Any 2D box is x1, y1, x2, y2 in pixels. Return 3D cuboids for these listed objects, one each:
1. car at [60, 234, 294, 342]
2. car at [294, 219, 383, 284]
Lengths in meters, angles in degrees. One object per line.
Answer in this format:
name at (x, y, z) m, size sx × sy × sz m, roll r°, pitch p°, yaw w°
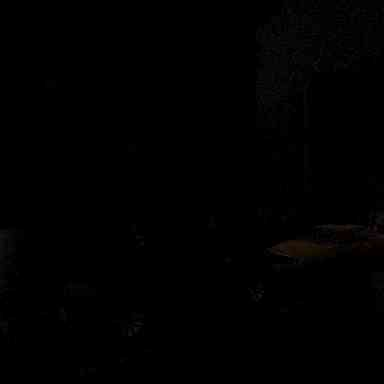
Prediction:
car at (-0.242, 1.566, 6.496) m, size 4.313 × 1.339 × 1.947 m, roll 0°, pitch 0°, yaw -36°
car at (4.030, 1.526, 9.577) m, size 4.829 × 1.417 × 1.752 m, roll 0°, pitch 0°, yaw -36°
